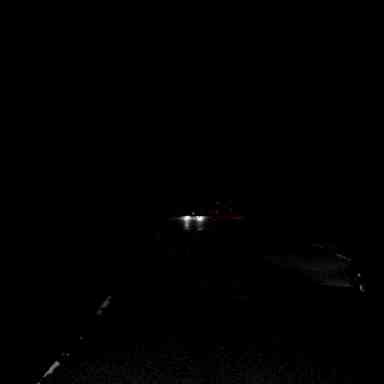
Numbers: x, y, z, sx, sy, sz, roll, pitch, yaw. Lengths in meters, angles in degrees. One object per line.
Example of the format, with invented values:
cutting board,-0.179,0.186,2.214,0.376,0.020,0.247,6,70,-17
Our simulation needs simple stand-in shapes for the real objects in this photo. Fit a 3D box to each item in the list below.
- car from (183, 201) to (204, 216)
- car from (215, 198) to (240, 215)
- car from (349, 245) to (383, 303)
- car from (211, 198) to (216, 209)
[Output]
car,0.149,1.584,33.248,2.033,1.411,5.357,0,0,0
car,3.731,1.533,34.174,1.882,1.535,5.008,0,0,1
car,4.566,1.379,5.639,2.097,1.767,4.553,0,0,0
car,3.715,1.579,45.987,1.837,1.490,4.892,0,0,0
